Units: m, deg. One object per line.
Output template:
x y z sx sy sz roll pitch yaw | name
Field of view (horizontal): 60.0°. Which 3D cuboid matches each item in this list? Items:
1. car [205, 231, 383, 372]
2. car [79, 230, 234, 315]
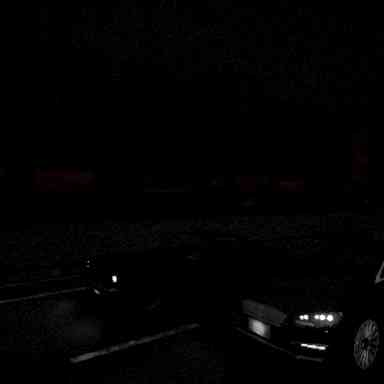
2.858 1.492 5.722 4.902 1.511 2.128 0 0 -35 | car
-0.023 1.599 7.659 4.718 1.301 1.895 0 0 -35 | car
